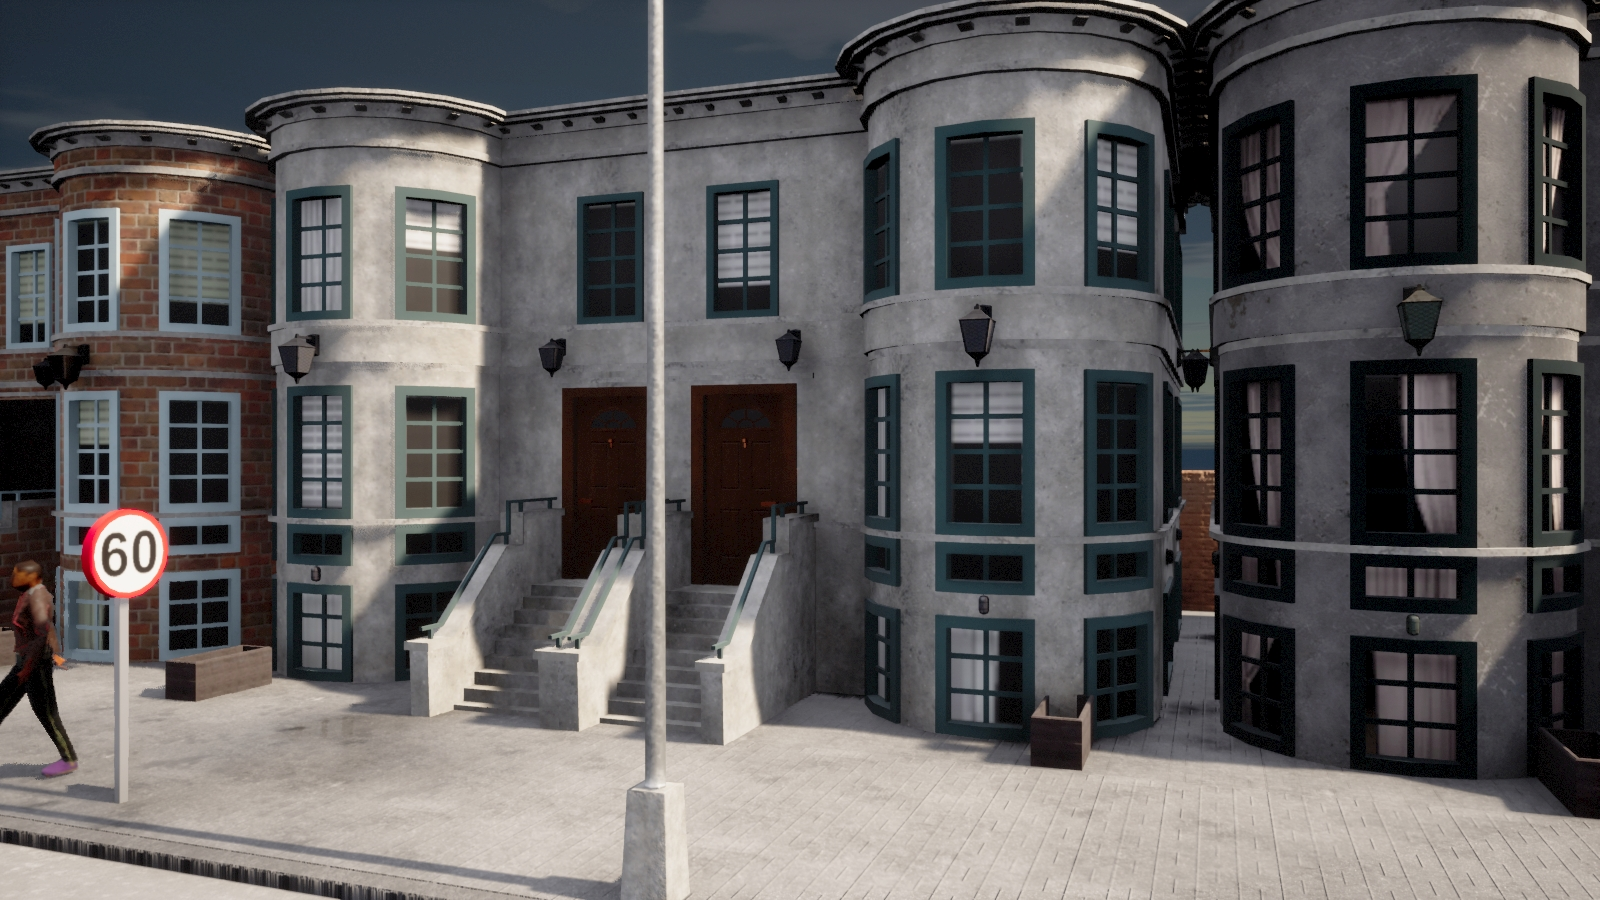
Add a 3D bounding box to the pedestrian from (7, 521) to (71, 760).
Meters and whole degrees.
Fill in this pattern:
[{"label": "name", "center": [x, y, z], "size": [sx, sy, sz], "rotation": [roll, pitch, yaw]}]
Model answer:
[{"label": "pedestrian", "center": [-6.207, 1.524, 9.317], "size": [0.375, 1.860, 0.375], "rotation": [0, 0, -44]}]
